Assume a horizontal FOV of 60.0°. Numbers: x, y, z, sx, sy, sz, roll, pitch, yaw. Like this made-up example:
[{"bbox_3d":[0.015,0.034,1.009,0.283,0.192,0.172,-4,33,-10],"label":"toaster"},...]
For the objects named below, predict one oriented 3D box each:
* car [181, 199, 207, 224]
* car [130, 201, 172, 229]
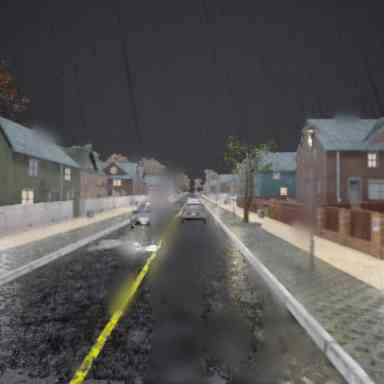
[{"bbox_3d":[0.126,1.526,24.835,2.033,1.411,5.357,0,0,1],"label":"car"},{"bbox_3d":[-2.709,1.471,21.319,2.128,1.511,4.902,0,0,1],"label":"car"}]
